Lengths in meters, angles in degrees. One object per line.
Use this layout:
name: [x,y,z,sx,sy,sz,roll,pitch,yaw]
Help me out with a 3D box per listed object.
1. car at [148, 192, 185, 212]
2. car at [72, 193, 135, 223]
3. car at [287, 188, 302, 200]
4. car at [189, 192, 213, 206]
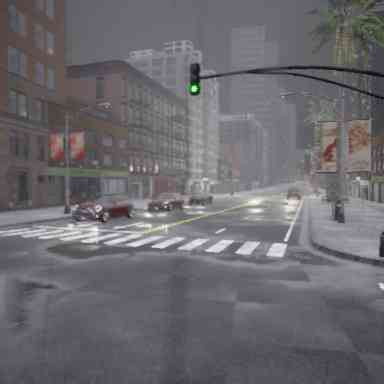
car: [-2.300,0.797,30.675,2.097,1.767,4.553,1,1,19]
car: [-5.571,0.922,21.406,2.097,1.767,4.553,1,1,20]
car: [17.844,0.328,58.076,2.150,2.045,5.566,1,1,19]
car: [1.175,0.784,40.527,1.882,1.535,5.008,1,1,20]
